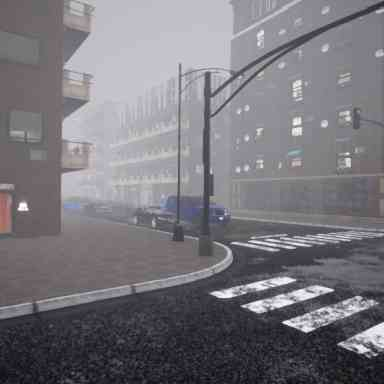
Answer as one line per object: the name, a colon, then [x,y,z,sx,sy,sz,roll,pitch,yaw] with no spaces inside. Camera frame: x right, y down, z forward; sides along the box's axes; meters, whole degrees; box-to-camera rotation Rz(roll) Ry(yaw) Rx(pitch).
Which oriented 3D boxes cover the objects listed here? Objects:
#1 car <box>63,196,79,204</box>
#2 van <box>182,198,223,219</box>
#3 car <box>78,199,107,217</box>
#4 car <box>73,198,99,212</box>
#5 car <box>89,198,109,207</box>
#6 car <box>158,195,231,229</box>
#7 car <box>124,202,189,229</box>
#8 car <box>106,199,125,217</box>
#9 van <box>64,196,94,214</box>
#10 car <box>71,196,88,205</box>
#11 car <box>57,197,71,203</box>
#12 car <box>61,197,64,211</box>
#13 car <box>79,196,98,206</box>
car: [-24.582,1.614,67.512,1.967,1.590,4.097,1,-1,-35]
van: [0.893,1.439,30.717,1.690,1.788,3.998,1,-1,-35]
car: [-8.772,1.592,30.829,1.802,1.307,4.206,1,-1,-35]
car: [-13.457,1.589,41.964,1.812,1.442,4.674,1,0,-35]
car: [-15.030,1.730,53.713,1.802,1.307,4.206,1,-1,-35]
car: [0.183,1.240,22.234,2.150,2.045,5.566,1,-1,-35]
car: [-2.402,1.540,21.630,2.008,1.369,4.403,1,-1,-35]
car: [-6.026,1.639,31.189,1.895,1.301,4.718,1,-1,-34]
van: [-11.954,1.361,35.431,1.690,1.788,3.998,1,-1,-35]
car: [-21.398,1.606,62.913,1.967,1.590,4.097,1,-1,-35]
car: [-27.768,1.727,72.111,1.887,1.381,4.507,1,-1,-35]
car: [-15.140,1.581,40.029,2.008,1.369,4.403,1,-1,-35]
car: [-18.214,1.597,58.313,1.967,1.590,4.097,1,-1,-35]
